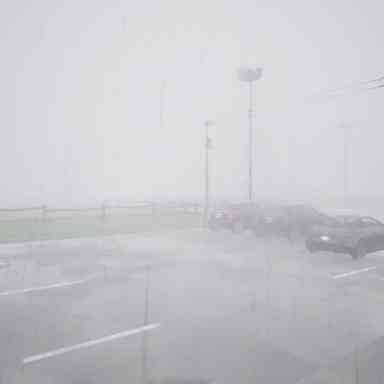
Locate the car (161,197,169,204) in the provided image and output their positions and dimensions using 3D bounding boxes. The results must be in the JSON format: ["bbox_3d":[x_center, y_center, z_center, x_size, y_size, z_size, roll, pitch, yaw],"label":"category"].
[{"bbox_3d":[-4.792,1.562,60.783,1.895,1.301,4.718,0,0,-36],"label":"car"}]

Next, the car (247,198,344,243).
[{"bbox_3d":[5.156,1.334,16.233,4.553,1.767,2.097,0,0,-37],"label":"car"}]

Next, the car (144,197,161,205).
[{"bbox_3d":[-7.808,1.530,58.964,1.994,1.385,4.181,0,0,-36],"label":"car"}]

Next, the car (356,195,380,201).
[{"bbox_3d":[42.558,1.437,79.760,2.033,1.411,5.357,0,0,-7],"label":"car"}]

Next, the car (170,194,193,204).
[{"bbox_3d":[-2.015,1.308,62.938,2.097,1.767,4.553,0,0,-36],"label":"car"}]

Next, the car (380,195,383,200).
[{"bbox_3d":[46.201,1.395,76.794,1.837,1.490,4.892,0,0,0],"label":"car"}]

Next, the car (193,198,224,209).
[{"bbox_3d":[2.181,1.529,45.231,1.994,1.385,4.181,0,0,-36],"label":"car"}]

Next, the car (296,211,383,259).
[{"bbox_3d":[6.152,1.549,12.580,4.181,1.385,1.994,0,0,-37],"label":"car"}]

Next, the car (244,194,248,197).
[{"bbox_3d":[5.083,1.438,47.197,1.882,1.535,5.008,0,0,-36],"label":"car"}]

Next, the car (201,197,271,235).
[{"bbox_3d":[3.104,1.334,19.066,4.553,1.767,2.097,0,0,-37],"label":"car"}]

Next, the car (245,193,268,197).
[{"bbox_3d":[10.397,1.174,51.810,2.150,2.045,5.566,0,0,-36],"label":"car"}]

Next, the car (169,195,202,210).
[{"bbox_3d":[-0.684,1.495,43.217,1.812,1.442,4.674,0,0,-36],"label":"car"}]

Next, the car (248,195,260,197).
[{"bbox_3d":[7.515,1.520,49.807,1.994,1.385,4.181,0,0,-36],"label":"car"}]

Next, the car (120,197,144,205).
[{"bbox_3d":[-10.530,1.571,56.741,1.895,1.301,4.718,0,0,-36],"label":"car"}]

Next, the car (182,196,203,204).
[{"bbox_3d":[0.025,1.515,66.126,1.994,1.385,4.181,0,0,-36],"label":"car"}]
